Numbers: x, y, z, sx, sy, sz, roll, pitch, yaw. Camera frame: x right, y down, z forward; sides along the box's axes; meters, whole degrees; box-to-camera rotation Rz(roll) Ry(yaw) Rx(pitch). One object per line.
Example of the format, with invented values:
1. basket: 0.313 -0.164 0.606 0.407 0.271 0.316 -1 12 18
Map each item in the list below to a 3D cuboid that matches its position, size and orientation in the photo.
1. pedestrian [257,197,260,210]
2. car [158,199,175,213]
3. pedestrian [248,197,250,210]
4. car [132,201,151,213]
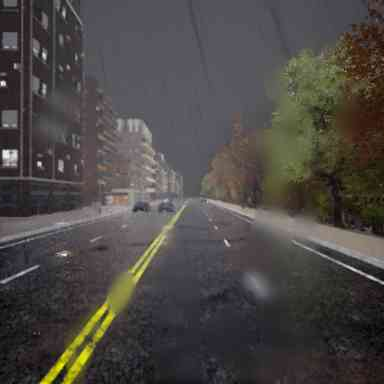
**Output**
1. pedestrian: 9.011 1.536 45.309 0.375 1.860 0.375 0 -1 0
2. car: -3.274 1.922 42.867 2.033 1.411 5.357 0 -1 0
3. pedestrian: 8.011 1.547 46.509 0.375 1.860 0.375 0 -1 0
4. car: -6.516 1.930 43.760 2.033 1.411 5.357 0 -1 0
